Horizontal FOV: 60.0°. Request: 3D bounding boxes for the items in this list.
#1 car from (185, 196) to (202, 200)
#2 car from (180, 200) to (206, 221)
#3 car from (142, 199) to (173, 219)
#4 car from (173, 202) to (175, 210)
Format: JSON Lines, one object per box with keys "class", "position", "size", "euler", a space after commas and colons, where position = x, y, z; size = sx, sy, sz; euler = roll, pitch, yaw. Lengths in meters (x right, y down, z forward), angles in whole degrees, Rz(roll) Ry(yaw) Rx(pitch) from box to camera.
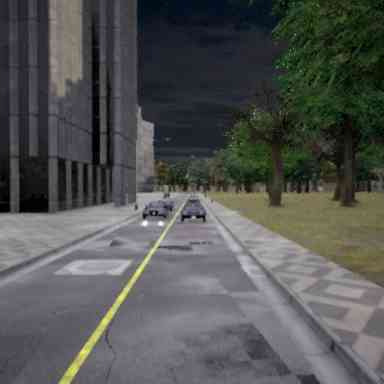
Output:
{"class": "car", "position": [0.153, 1.300, 43.016], "size": [1.837, 1.490, 4.892], "euler": [0, 1, 0]}
{"class": "car", "position": [0.115, 1.521, 25.976], "size": [1.895, 1.301, 4.718], "euler": [0, 0, 0]}
{"class": "car", "position": [-2.956, 1.469, 27.741], "size": [1.994, 1.385, 4.181], "euler": [0, 0, 0]}
{"class": "car", "position": [-2.932, 1.446, 36.152], "size": [1.895, 1.301, 4.718], "euler": [0, 0, 0]}
